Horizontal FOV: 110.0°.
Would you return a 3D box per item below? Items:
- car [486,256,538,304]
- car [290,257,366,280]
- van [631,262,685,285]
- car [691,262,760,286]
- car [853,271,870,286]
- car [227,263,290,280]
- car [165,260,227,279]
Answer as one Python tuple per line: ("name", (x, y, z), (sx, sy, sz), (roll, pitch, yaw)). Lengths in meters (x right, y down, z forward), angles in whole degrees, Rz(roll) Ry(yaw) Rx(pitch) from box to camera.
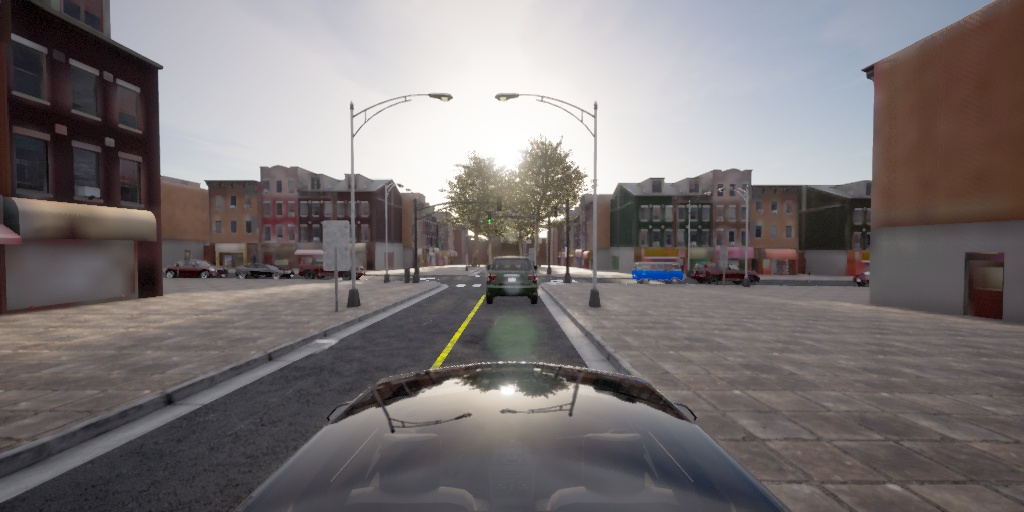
("car", (0.000, 1.012, 16.534), (2.150, 2.045, 5.566), (0, 0, 0))
("car", (-14.600, 1.026, 29.077), (5.009, 1.841, 2.192), (0, 0, 0))
("van", (11.759, 1.384, 29.058), (3.998, 1.789, 1.690), (0, 0, 0))
("car", (17.165, 1.429, 29.054), (5.009, 1.841, 2.192), (0, 0, 0))
("car", (30.280, 1.822, 28.915), (4.674, 1.442, 1.812), (1, 1, 0))
("car", (-20.001, 1.212, 29.081), (4.313, 1.339, 1.948), (0, 0, 0))
("car", (-25.403, 1.022, 29.085), (4.097, 1.591, 1.967), (0, 0, 0))
